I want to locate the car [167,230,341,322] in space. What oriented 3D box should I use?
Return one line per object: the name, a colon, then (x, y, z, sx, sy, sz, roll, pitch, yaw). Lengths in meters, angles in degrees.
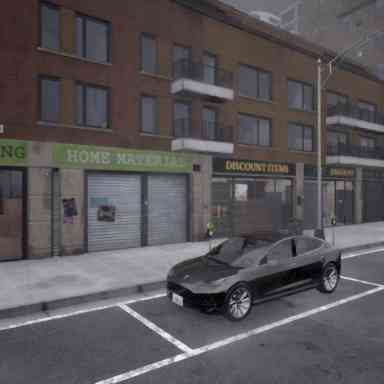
car: (1.517, 1.566, 7.257, 4.313, 1.339, 1.947, 0, 0, -35)
